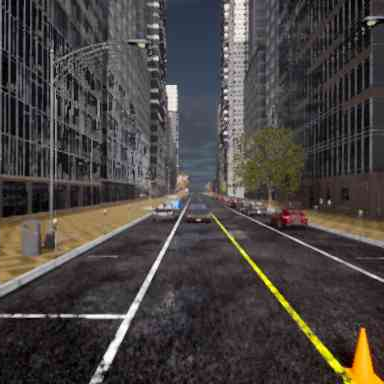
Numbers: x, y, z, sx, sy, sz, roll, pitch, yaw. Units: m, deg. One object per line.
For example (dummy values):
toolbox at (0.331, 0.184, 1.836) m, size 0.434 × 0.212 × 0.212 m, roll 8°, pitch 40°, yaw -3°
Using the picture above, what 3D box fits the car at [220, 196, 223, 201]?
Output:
car at (6.302, 1.434, 55.658) m, size 1.967 × 1.590 × 4.097 m, roll 0°, pitch 0°, yaw 0°

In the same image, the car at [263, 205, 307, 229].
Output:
car at (6.141, 1.610, 21.504) m, size 1.802 × 1.307 × 4.206 m, roll 0°, pitch 0°, yaw 0°

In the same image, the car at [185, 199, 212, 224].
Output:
car at (0.469, 1.550, 25.507) m, size 2.033 × 1.411 × 5.357 m, roll 0°, pitch 0°, yaw 0°

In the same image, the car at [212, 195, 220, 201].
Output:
car at (6.409, 1.498, 78.428) m, size 1.887 × 1.381 × 4.507 m, roll 0°, pitch 0°, yaw 0°

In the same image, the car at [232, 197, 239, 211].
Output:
car at (6.222, 1.569, 38.581) m, size 2.008 × 1.369 × 4.403 m, roll 0°, pitch 0°, yaw 0°

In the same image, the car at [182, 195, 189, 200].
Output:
car at (-1.891, 1.456, 95.552) m, size 1.802 × 1.307 × 4.206 m, roll 0°, pitch 0°, yaw 0°

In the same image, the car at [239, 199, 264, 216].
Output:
car at (6.195, 1.575, 32.889) m, size 2.008 × 1.369 × 4.403 m, roll 0°, pitch 0°, yaw 0°

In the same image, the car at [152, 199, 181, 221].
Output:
car at (-2.212, 1.541, 27.239) m, size 2.008 × 1.369 × 4.403 m, roll 0°, pitch 0°, yaw 0°

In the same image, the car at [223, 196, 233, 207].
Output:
car at (6.276, 1.443, 49.966) m, size 1.967 × 1.590 × 4.097 m, roll 0°, pitch 0°, yaw 0°

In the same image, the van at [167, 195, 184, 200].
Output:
van at (-2.157, 1.323, 38.624) m, size 1.690 × 1.788 × 3.998 m, roll 0°, pitch 0°, yaw 0°

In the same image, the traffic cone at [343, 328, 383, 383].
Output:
traffic cone at (2.093, 1.965, 4.080) m, size 0.340 × 0.580 × 0.340 m, roll 0°, pitch 0°, yaw 0°

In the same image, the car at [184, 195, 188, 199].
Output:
car at (-1.917, 1.434, 89.858) m, size 1.887 × 1.381 × 4.507 m, roll 0°, pitch 0°, yaw 0°
